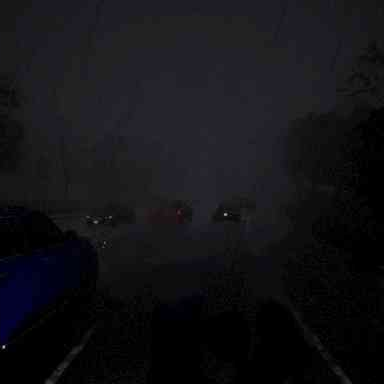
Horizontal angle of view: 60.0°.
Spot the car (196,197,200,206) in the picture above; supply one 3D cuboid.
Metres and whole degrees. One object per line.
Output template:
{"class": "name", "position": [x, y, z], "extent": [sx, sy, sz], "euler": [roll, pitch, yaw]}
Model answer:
{"class": "car", "position": [-0.240, 1.497, 53.914], "extent": [1.882, 1.535, 5.008], "euler": [0, 0, 22]}

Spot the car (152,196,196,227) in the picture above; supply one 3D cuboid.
{"class": "car", "position": [-1.258, 1.363, 23.102], "extent": [2.097, 1.767, 4.553], "euler": [0, 0, 9]}

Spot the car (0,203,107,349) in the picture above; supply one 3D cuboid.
{"class": "car", "position": [-3.211, 1.217, 4.963], "extent": [2.150, 2.045, 5.566], "euler": [0, 0, 2]}

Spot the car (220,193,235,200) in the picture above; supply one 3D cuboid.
{"class": "car", "position": [7.015, 1.292, 62.041], "extent": [2.150, 2.045, 5.566], "euler": [0, 0, 25]}

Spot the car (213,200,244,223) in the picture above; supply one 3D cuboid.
{"class": "car", "position": [2.769, 1.589, 25.703], "extent": [1.994, 1.385, 4.181], "euler": [0, 0, 11]}

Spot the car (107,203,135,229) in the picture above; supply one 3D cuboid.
{"class": "car", "position": [-5.223, 1.489, 21.788], "extent": [2.128, 1.511, 4.902], "euler": [0, 0, 9]}

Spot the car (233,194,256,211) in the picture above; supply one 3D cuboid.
{"class": "car", "position": [6.879, 1.402, 41.896], "extent": [2.097, 1.767, 4.553], "euler": [0, 0, 17]}
